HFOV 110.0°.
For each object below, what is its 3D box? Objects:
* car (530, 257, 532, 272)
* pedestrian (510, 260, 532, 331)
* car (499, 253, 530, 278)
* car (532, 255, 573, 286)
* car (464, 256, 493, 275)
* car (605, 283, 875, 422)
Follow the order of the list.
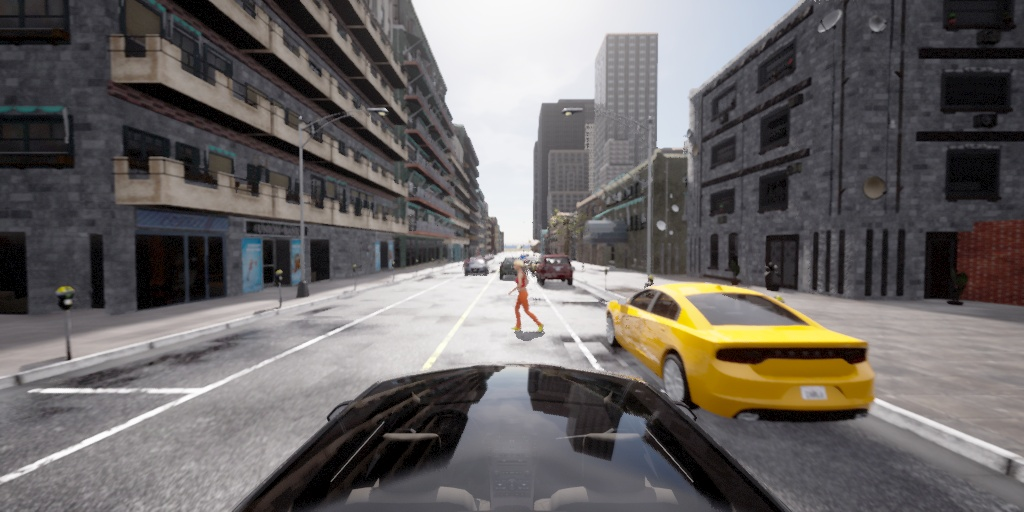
[{"bbox_3d":[2.685,0.931,34.212,1.751,1.417,4.829,0,0,0],"label":"car"},{"bbox_3d":[0.229,0.967,9.026,0.375,1.860,0.375,-1,2,0],"label":"pedestrian"},{"bbox_3d":[0.082,0.812,28.953,2.097,1.767,4.553,0,1,0],"label":"car"},{"bbox_3d":[2.660,0.840,22.883,2.192,1.841,5.009,0,0,0],"label":"car"},{"bbox_3d":[-3.090,0.989,32.164,1.994,1.385,4.181,0,1,0],"label":"car"},{"bbox_3d":[3.001,1.182,6.041,1.882,1.535,5.008,0,1,0],"label":"car"}]
